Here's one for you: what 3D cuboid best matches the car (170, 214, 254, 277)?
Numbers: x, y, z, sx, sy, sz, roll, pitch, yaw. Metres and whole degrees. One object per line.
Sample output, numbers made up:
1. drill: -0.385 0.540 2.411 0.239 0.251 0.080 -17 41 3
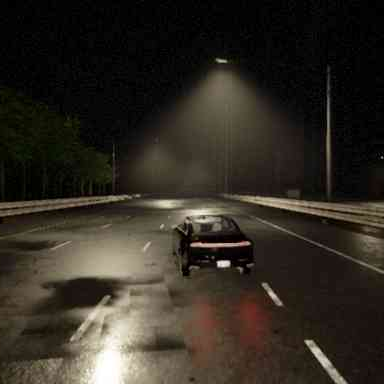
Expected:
1. car: 0.434 1.426 10.086 2.128 1.511 4.902 0 1 -7
